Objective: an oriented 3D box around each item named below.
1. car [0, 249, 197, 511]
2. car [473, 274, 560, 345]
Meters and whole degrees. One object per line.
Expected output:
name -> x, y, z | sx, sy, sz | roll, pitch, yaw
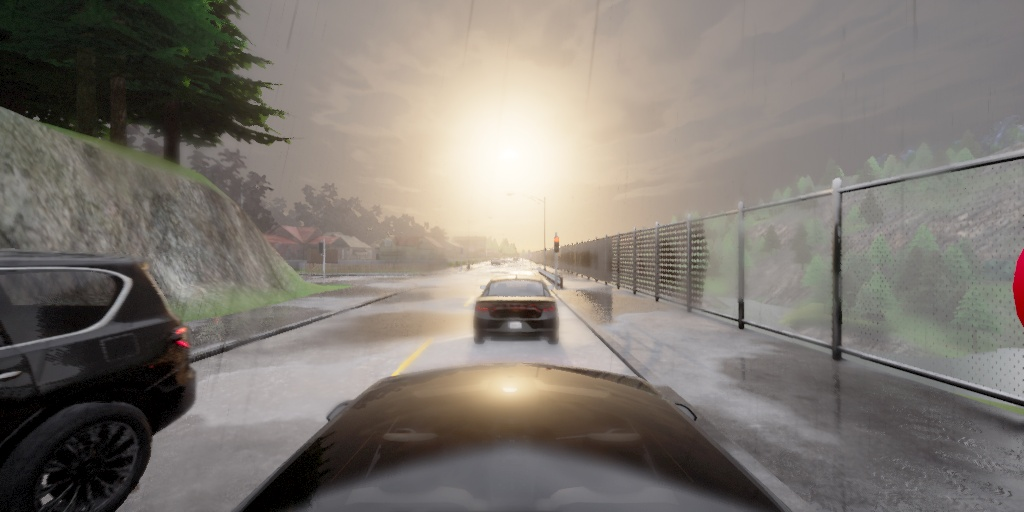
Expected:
car -> -4.107, 0.971, 1.078 | 2.150, 2.045, 5.566 | 0, 0, 1
car -> 0.127, 1.225, 9.570 | 1.882, 1.535, 5.008 | 0, 0, 1
